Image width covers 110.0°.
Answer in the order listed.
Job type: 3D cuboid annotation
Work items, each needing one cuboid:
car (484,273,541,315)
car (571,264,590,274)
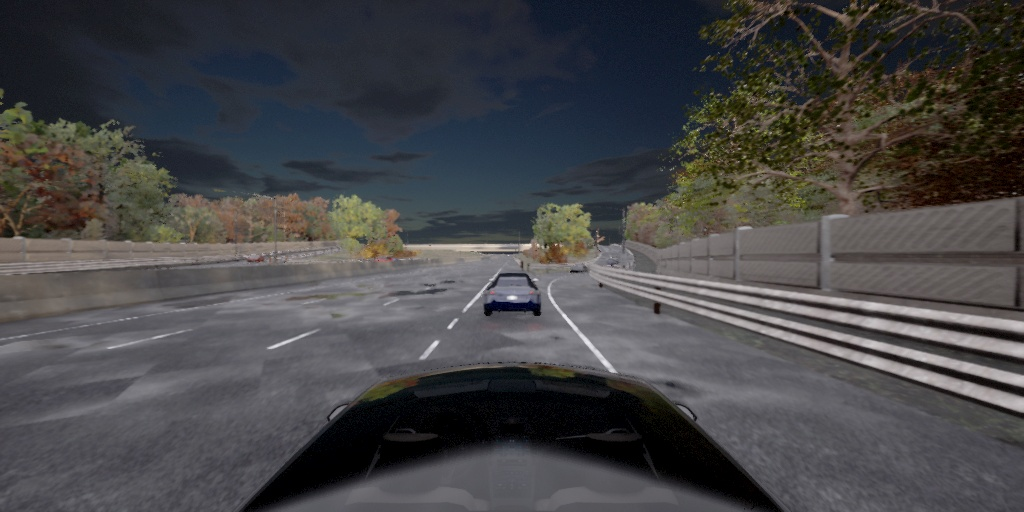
[{"bbox_3d":[0.067,1.324,13.630,1.994,1.385,4.181,0,0,2],"label":"car"},{"bbox_3d":[10.422,1.965,54.618,1.994,1.385,4.181,0,-1,26],"label":"car"}]
